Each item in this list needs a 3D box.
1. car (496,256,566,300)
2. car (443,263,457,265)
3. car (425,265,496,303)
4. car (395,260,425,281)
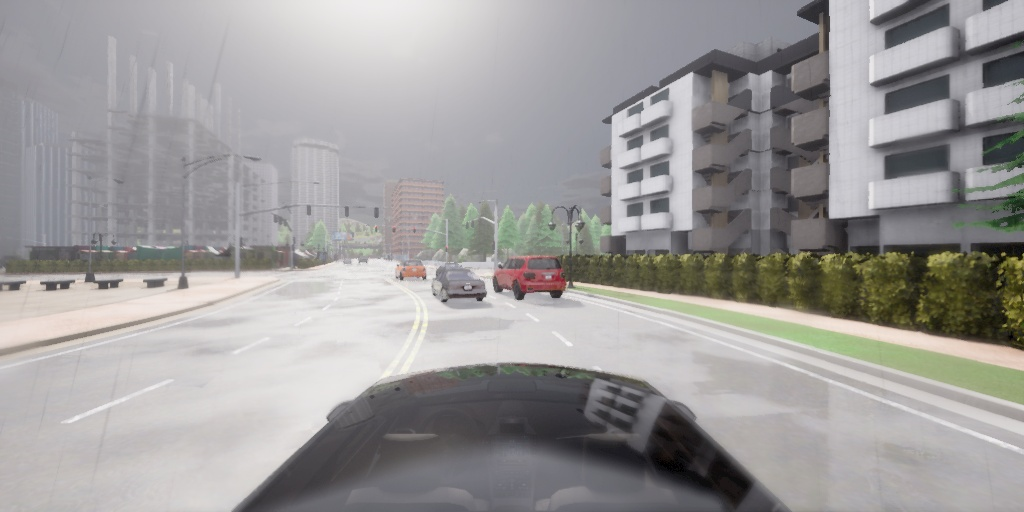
[{"bbox_3d":[0.685,1.007,17.984,2.150,2.045,5.566,0,0,-19],"label":"car"},{"bbox_3d":[-5.523,1.321,32.112,1.994,1.385,4.181,0,0,-24],"label":"car"},{"bbox_3d":[-2.607,1.312,16.796,2.033,1.411,5.357,0,0,-19],"label":"car"},{"bbox_3d":[-8.697,1.115,30.637,2.097,1.767,4.553,0,0,-24],"label":"car"}]
